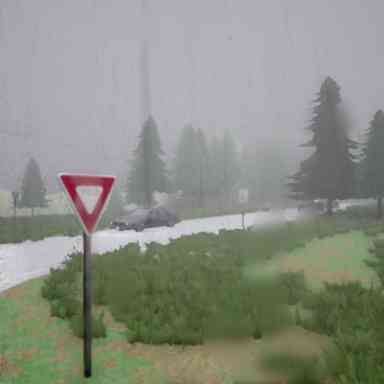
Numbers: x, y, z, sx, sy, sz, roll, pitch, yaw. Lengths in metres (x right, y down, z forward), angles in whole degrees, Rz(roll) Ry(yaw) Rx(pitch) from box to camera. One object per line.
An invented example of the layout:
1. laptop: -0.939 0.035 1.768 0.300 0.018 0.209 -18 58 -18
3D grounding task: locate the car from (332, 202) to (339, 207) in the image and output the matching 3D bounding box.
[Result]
1. car: 20.423 1.694 49.343 2.128 1.511 4.902 0 0 35

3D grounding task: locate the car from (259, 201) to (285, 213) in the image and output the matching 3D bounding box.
1. car: 9.485 1.782 39.413 1.994 1.385 4.181 0 0 35

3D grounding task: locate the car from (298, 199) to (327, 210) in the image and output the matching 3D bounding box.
1. car: 14.712 1.553 41.092 2.097 1.767 4.553 0 0 35

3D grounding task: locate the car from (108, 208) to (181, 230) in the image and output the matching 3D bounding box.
1. car: -2.871 1.764 21.784 2.033 1.411 5.357 0 0 35
